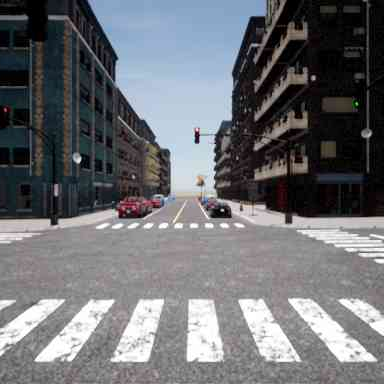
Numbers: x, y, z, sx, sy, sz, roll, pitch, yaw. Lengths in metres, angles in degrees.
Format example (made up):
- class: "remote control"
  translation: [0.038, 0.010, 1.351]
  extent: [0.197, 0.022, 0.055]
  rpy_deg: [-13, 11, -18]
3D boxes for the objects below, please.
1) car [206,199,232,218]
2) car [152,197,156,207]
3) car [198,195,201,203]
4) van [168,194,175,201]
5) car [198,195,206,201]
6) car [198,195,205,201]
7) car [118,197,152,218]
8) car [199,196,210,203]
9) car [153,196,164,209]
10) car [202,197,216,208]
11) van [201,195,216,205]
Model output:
- class: "car"
  translation: [2.575, 1.594, 30.272]
  extent: [1.947, 1.339, 4.313]
  rpy_deg: [0, 0, 0]
- class: "car"
  translation: [-5.304, 1.576, 35.825]
  extent: [1.887, 1.381, 4.507]
  rpy_deg: [0, 0, 0]
- class: "car"
  translation: [2.583, 1.483, 58.032]
  extent: [1.967, 1.590, 4.097]
  rpy_deg: [0, 0, 0]
- class: "van"
  translation: [-5.289, 1.391, 85.794]
  extent: [1.690, 1.788, 3.998]
  rpy_deg: [0, 0, 0]
- class: "car"
  translation: [2.591, 1.595, 85.792]
  extent: [1.887, 1.381, 4.507]
  rpy_deg: [0, 0, 0]
- class: "car"
  translation: [2.593, 1.595, 91.344]
  extent: [1.887, 1.381, 4.507]
  rpy_deg: [0, 0, 0]
- class: "car"
  translation: [-5.305, 1.343, 30.274]
  extent: [2.192, 1.841, 5.009]
  rpy_deg: [0, 0, 0]
- class: "car"
  translation: [2.586, 1.598, 69.136]
  extent: [2.008, 1.369, 4.403]
  rpy_deg: [0, 0, 0]
- class: "car"
  translation: [-5.300, 1.582, 46.930]
  extent: [1.887, 1.381, 4.507]
  rpy_deg: [0, 0, 0]
- class: "car"
  translation: [2.578, 1.616, 41.376]
  extent: [1.802, 1.307, 4.206]
  rpy_deg: [0, 0, 0]
- class: "van"
  translation: [2.581, 1.378, 46.928]
  extent: [1.690, 1.788, 3.998]
  rpy_deg: [0, 0, 0]
